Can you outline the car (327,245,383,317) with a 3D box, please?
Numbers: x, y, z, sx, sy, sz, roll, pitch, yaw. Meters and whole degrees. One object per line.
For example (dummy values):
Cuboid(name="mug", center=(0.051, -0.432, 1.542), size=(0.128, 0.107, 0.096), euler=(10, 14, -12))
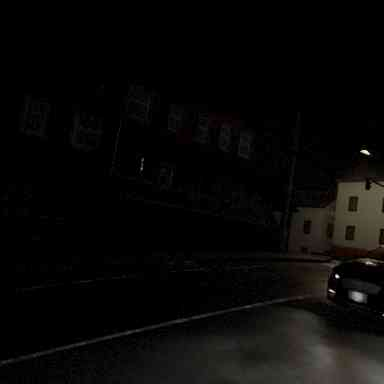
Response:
Cuboid(name="car", center=(5.086, 1.961, 7.625), size=(4.902, 1.511, 2.128), euler=(8, -5, -35))
